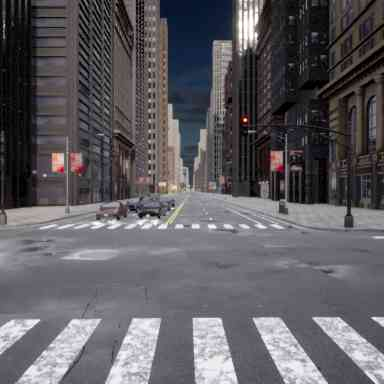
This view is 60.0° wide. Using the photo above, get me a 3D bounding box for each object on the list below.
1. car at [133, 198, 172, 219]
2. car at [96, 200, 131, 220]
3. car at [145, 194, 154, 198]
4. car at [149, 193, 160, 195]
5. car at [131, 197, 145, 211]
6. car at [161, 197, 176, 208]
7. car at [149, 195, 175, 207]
[{"bbox_3d":[-3.385,1.533,29.460,2.033,1.411,5.357,0,0,4],"label":"car"},{"bbox_3d":[-6.656,1.512,28.024,1.812,1.442,4.674,0,0,0],"label":"car"},{"bbox_3d":[-6.698,1.474,47.372,1.837,1.490,4.892,0,0,0],"label":"car"},{"bbox_3d":[-6.683,1.175,57.821,2.150,2.045,5.566,0,0,1],"label":"car"},{"bbox_3d":[-6.677,1.580,37.132,1.895,1.301,4.718,0,0,0],"label":"car"},{"bbox_3d":[-3.458,1.513,49.751,2.033,1.411,5.357,0,0,0],"label":"car"},{"bbox_3d":[-3.428,1.468,39.200,2.128,1.511,4.902,0,0,0],"label":"car"}]
